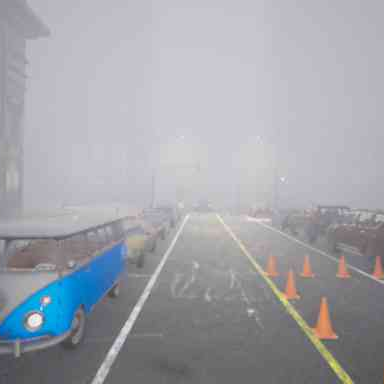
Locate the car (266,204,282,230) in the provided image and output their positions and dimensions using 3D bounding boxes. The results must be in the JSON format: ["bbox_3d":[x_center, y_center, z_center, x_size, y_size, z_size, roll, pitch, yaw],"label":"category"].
[{"bbox_3d":[6.609,1.780,22.606,1.947,1.339,4.313,1,0,1],"label":"car"}]

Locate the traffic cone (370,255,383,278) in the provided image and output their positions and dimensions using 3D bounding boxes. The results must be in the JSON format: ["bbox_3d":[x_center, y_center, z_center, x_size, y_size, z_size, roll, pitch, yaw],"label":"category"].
[{"bbox_3d":[5.228,2.076,9.332,0.340,0.580,0.340,-2,0,-3],"label":"traffic cone"}]

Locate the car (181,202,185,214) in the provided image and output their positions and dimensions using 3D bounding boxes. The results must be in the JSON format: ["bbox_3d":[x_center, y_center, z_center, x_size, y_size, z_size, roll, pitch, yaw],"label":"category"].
[{"bbox_3d":[-1.775,1.662,28.446,1.947,1.339,4.313,1,0,1],"label":"car"}]

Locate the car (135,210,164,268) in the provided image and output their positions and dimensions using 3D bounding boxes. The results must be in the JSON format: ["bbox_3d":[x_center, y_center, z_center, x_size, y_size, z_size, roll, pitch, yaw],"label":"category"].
[{"bbox_3d":[-2.189,1.536,11.372,1.752,1.417,4.829,1,0,1],"label":"car"}]

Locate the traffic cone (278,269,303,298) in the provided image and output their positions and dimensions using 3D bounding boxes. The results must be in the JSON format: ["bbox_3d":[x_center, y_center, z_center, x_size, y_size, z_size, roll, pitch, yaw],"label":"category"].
[{"bbox_3d":[2.199,2.025,7.418,0.340,0.580,0.340,1,0,1],"label":"traffic cone"}]

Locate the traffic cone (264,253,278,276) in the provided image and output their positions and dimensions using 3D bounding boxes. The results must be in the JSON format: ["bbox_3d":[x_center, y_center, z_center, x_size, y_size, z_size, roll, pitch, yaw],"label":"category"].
[{"bbox_3d":[2.247,2.035,9.417,0.340,0.580,0.340,1,0,1],"label":"traffic cone"}]

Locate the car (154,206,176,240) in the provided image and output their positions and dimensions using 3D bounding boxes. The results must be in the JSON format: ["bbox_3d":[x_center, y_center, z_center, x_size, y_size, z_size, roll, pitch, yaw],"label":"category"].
[{"bbox_3d":[-2.049,1.621,17.177,1.802,1.307,4.206,1,0,1],"label":"car"}]

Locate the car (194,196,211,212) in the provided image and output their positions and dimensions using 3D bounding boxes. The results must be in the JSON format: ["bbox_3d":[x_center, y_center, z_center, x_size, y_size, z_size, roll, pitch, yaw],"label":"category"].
[{"bbox_3d":[1.313,1.570,41.483,2.097,1.767,4.553,1,0,1],"label":"car"}]

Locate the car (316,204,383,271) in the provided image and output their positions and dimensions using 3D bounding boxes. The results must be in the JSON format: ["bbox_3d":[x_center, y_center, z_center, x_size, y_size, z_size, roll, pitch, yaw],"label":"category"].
[{"bbox_3d":[6.339,1.474,11.338,2.192,1.841,5.009,1,0,1],"label":"car"}]

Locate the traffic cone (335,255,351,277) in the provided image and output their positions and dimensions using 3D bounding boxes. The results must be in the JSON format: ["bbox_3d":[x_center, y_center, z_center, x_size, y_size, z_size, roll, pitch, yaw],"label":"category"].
[{"bbox_3d":[4.246,2.069,9.369,0.340,0.580,0.340,1,0,1],"label":"traffic cone"}]

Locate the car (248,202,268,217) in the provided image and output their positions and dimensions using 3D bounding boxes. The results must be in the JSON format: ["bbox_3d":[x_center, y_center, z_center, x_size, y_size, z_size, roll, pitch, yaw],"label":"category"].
[{"bbox_3d":[6.885,1.712,33.876,1.967,1.590,4.097,1,0,1],"label":"car"}]

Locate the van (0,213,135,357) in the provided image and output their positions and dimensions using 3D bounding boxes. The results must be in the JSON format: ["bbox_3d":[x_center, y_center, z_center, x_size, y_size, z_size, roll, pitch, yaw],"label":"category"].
[{"bbox_3d":[-2.320,1.326,5.908,1.690,1.788,3.998,1,0,1],"label":"van"}]

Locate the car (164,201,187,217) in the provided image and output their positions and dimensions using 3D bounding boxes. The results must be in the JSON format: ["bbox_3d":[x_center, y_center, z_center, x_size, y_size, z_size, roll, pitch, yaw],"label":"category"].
[{"bbox_3d":[-1.638,1.676,34.082,2.008,1.369,4.403,1,0,1],"label":"car"}]

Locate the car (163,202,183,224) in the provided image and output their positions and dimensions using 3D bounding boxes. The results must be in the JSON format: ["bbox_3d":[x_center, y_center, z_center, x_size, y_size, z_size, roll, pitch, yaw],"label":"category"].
[{"bbox_3d":[-1.912,1.633,22.812,1.947,1.339,4.313,1,0,1],"label":"car"}]

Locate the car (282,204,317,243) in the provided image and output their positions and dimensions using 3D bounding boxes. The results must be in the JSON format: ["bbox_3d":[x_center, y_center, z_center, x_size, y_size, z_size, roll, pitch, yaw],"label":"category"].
[{"bbox_3d":[6.476,1.501,16.973,2.192,1.841,5.009,1,0,1],"label":"car"}]

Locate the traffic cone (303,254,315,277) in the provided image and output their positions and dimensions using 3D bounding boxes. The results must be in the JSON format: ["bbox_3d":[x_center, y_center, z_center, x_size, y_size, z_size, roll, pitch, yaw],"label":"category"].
[{"bbox_3d":[3.247,2.052,9.393,0.340,0.580,0.340,1,0,1],"label":"traffic cone"}]

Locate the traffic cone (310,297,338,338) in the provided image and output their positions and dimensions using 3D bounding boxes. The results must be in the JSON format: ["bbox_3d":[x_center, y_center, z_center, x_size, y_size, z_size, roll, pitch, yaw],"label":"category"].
[{"bbox_3d":[2.150,2.016,5.419,0.340,0.580,0.340,1,0,1],"label":"traffic cone"}]
